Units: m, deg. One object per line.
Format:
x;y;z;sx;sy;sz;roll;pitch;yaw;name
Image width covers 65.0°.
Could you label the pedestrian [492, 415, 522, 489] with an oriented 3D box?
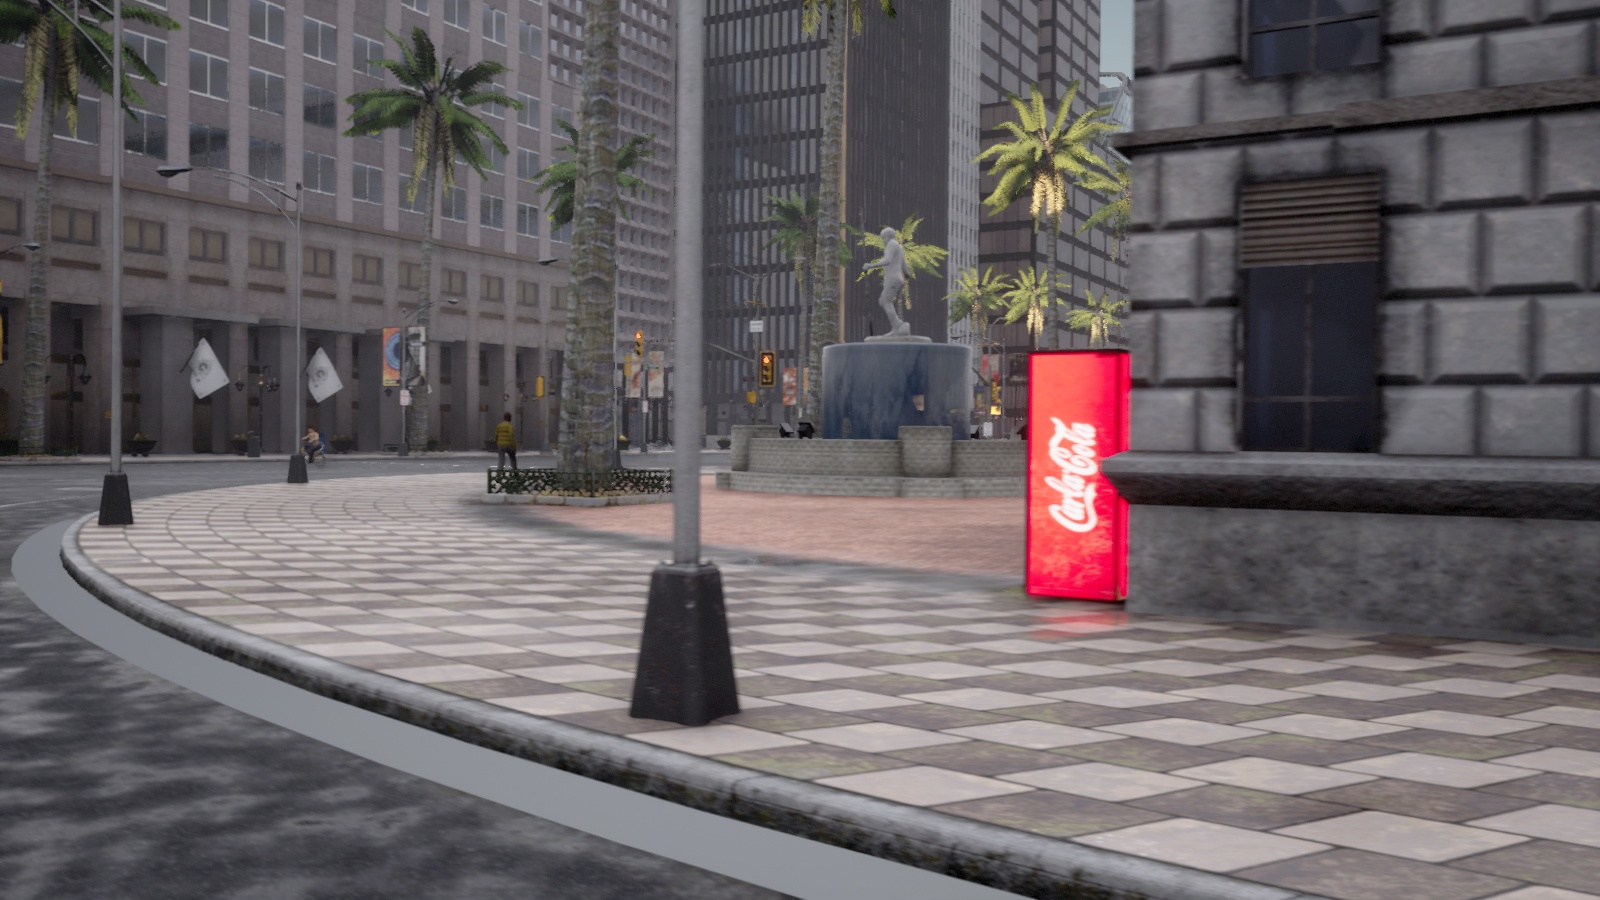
-7.297;0.046;31.321;0.370;1.835;0.726;0;1;21;pedestrian
